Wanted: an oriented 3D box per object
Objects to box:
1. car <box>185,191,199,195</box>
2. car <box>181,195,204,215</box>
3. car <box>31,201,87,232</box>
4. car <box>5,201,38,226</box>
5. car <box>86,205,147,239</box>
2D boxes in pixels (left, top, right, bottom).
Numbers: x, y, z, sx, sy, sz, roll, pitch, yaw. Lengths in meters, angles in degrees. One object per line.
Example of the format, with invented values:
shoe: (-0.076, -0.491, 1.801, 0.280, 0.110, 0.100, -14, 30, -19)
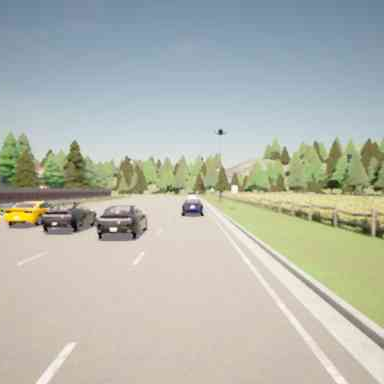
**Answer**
car: (-0.002, 0.907, 56.292, 2.150, 2.045, 5.566, 0, 0, 0)
car: (0.067, 1.330, 30.977, 2.163, 1.488, 4.792, 0, 0, 0)
car: (-6.901, 1.385, 19.128, 2.128, 1.511, 4.902, 0, 0, 0)
car: (-10.401, 1.354, 22.203, 1.882, 1.535, 5.008, 0, 0, 0)
car: (-3.401, 1.397, 16.816, 2.128, 1.511, 4.902, 0, 0, 0)
